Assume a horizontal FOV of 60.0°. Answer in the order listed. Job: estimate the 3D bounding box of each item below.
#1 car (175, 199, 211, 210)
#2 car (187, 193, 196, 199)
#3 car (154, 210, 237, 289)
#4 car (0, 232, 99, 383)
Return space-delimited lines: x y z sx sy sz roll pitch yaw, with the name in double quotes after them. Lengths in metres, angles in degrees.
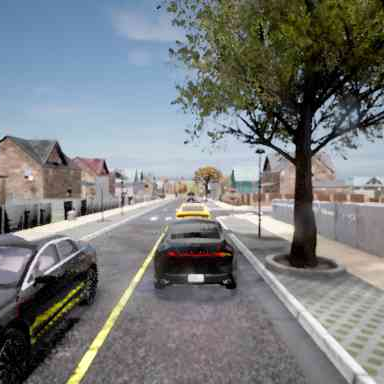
0.065 1.379 18.989 1.882 1.535 5.008 0 0 0 "car"
-0.195 1.499 76.314 1.895 1.301 4.718 0 0 0 "car"
0.076 1.449 8.953 1.837 1.490 4.892 0 0 0 "car"
-2.858 1.458 5.108 2.128 1.511 4.902 0 0 0 "car"
